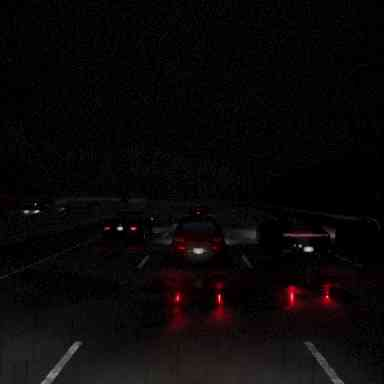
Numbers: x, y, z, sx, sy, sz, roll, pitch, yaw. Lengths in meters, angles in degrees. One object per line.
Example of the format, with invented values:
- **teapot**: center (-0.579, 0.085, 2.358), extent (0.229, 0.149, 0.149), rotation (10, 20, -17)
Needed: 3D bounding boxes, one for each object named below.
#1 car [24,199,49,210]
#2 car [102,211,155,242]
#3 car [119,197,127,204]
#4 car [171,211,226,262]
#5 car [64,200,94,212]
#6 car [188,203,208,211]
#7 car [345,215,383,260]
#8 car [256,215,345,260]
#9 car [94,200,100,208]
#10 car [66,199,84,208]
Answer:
- **car**: center (-24.166, 1.847, 51.782), extent (2.097, 1.767, 4.553), rotation (0, -1, 0)
- **car**: center (-3.167, 1.718, 17.425), extent (2.033, 1.411, 5.357), rotation (0, -1, 1)
- **car**: center (-16.182, 2.057, 79.294), extent (1.837, 1.490, 4.892), rotation (0, -1, -9)
- **car**: center (0.247, 1.649, 12.512), extent (1.812, 1.442, 4.674), rotation (0, 0, 1)
- **car**: center (-13.533, 1.905, 39.377), extent (1.812, 1.442, 4.674), rotation (0, 0, 1)
- **car**: center (0.598, 1.803, 33.058), extent (1.882, 1.535, 5.008), rotation (0, 0, 0)
- **car**: center (7.252, 1.624, 12.887), extent (2.128, 1.511, 4.902), rotation (0, 0, 1)
- **car**: center (3.755, 1.623, 12.995), extent (2.128, 1.511, 4.902), rotation (0, 0, 1)
- **car**: center (-17.340, 2.120, 57.734), extent (1.994, 1.385, 4.181), rotation (0, -1, -2)
- **car**: center (-20.804, 2.097, 59.381), extent (1.812, 1.442, 4.674), rotation (0, 0, -4)
